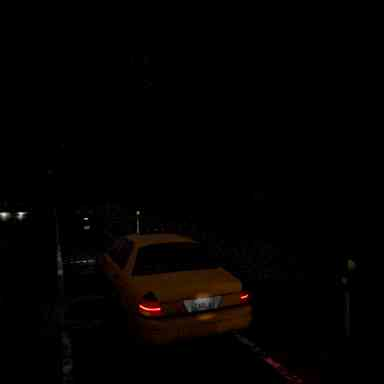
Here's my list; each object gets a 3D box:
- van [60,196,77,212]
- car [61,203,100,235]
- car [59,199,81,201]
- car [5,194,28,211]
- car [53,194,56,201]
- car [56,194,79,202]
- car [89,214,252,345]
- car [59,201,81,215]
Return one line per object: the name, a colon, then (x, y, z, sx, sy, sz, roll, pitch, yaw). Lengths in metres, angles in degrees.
van: (-14.565, 1.342, 39.110, 1.690, 1.788, 3.998, 0, 0, -23)
car: (-6.104, 1.551, 18.699, 2.008, 1.369, 4.403, 0, 0, -23)
car: (-10.334, 1.566, 28.904, 1.947, 1.339, 4.313, 0, 0, -23)
car: (-21.429, 1.397, 40.369, 1.882, 1.535, 5.008, 0, 0, -23)
car: (-31.636, 1.468, 79.545, 1.967, 1.590, 4.097, 0, 0, -24)
car: (-12.449, 1.316, 34.007, 2.192, 1.841, 5.009, 0, 0, -23)
car: (-0.838, 1.457, 6.757, 1.801, 1.575, 5.366, 0, 0, -23)
car: (-8.219, 1.551, 23.802, 2.008, 1.369, 4.403, 0, 0, -23)
